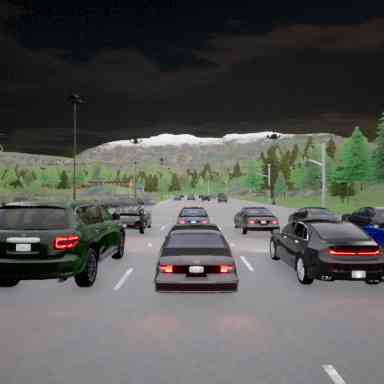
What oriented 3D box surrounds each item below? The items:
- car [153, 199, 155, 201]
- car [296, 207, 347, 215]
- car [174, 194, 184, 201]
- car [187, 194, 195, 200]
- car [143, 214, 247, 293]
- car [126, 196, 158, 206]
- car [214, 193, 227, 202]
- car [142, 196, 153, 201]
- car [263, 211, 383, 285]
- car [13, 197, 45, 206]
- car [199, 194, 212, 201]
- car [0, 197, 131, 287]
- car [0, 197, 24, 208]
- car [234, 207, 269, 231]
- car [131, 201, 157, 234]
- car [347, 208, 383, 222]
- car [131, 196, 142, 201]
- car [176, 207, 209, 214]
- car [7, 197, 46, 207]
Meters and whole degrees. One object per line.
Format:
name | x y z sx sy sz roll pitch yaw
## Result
car | -7.898 1.601 52.352 4.718 1.301 1.895 0 0 -28
car | 7.053 1.564 19.424 1.994 1.385 4.181 0 0 0
car | -3.712 1.540 86.740 2.033 1.411 5.357 0 0 0
car | -0.223 1.553 90.935 1.994 1.385 4.181 0 0 0
car | 0.080 1.547 8.962 2.033 1.411 5.357 0 0 0
car | -8.510 1.492 56.346 4.902 1.511 2.128 0 1 -36
car | 6.668 1.509 73.373 2.128 1.511 4.902 0 0 0
car | -8.511 1.525 48.167 4.674 1.442 1.812 0 0 -19
car | 3.562 1.505 9.513 1.837 1.490 4.892 0 0 0
car | -26.117 1.564 53.460 4.181 1.385 1.994 0 0 -1
car | 3.298 1.500 82.191 1.837 1.490 4.892 0 0 0
car | -3.424 1.221 9.452 2.150 2.045 5.566 0 0 0
car | -26.421 1.491 46.455 4.902 1.511 2.128 0 0 -1
car | 3.553 1.547 19.009 2.033 1.411 5.357 0 0 0
car | -3.446 1.492 19.199 2.128 1.511 4.902 0 0 0
car | 7.077 1.478 10.440 1.882 1.535 5.008 0 0 0
car | -9.595 1.492 44.150 4.902 1.511 2.128 0 0 -14
car | 0.059 1.547 19.028 2.033 1.411 5.357 0 0 0
car | -24.845 1.505 49.971 4.892 1.490 1.837 0 0 0
